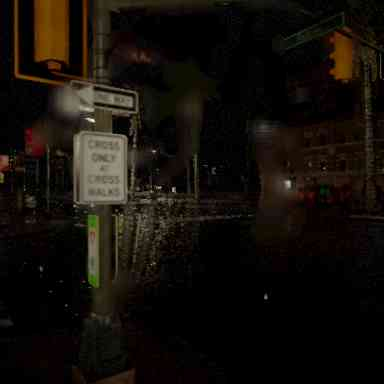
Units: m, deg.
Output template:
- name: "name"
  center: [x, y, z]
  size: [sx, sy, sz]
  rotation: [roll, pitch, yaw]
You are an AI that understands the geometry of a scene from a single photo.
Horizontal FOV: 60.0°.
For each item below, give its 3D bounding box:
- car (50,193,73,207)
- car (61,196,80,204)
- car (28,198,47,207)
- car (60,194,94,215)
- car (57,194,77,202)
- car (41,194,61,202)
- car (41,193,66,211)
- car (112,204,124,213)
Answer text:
- name: "car"
  center: [-20.929, 1.173, 53.125]
  size: [2.150, 2.045, 5.566]
  rotation: [0, 0, -35]
- name: "car"
  center: [-22.482, 1.445, 61.455]
  size: [1.837, 1.490, 4.892]
  rotation: [0, 0, -39]
- name: "car"
  center: [-23.890, 1.562, 51.247]
  size: [1.895, 1.301, 4.718]
  rotation: [0, 0, -35]
- name: "car"
  center: [-11.345, 1.318, 33.301]
  size: [2.097, 1.767, 4.553]
  rotation: [0, 0, -35]
- name: "car"
  center: [-26.951, 1.317, 71.633]
  size: [5.008, 1.535, 1.882]
  rotation: [0, 0, 43]
- name: "car"
  center: [-29.381, 1.208, 69.115]
  size: [4.553, 1.767, 2.097]
  rotation: [0, 0, 43]
- name: "car"
  center: [-16.828, 1.186, 41.170]
  size: [2.150, 2.045, 5.566]
  rotation: [0, 0, -35]
- name: "car"
  center: [-9.293, 1.503, 36.481]
  size: [2.033, 1.411, 5.357]
  rotation: [0, 0, -35]
